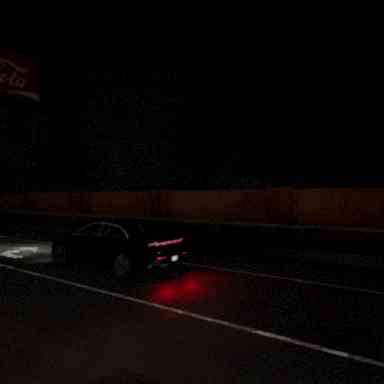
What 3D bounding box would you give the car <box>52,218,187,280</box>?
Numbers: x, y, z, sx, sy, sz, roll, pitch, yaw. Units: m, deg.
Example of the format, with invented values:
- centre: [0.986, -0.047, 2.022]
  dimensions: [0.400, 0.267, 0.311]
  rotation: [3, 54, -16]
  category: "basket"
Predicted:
- centre: [-2.407, 1.564, 10.270]
  dimensions: [4.902, 1.511, 2.128]
  rotation: [-1, 0, 37]
  category: "car"
